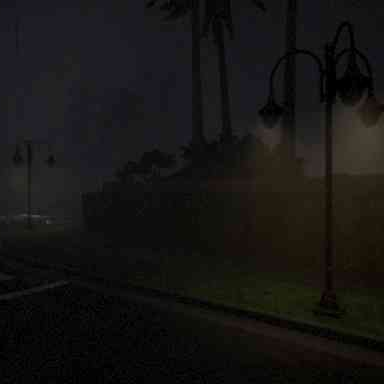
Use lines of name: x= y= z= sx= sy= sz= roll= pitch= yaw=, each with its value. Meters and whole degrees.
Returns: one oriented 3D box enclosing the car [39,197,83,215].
car: x=-11.956 y=1.296 z=31.446 sx=1.837 sy=1.490 sz=4.892 roll=0 pitch=0 yaw=36
